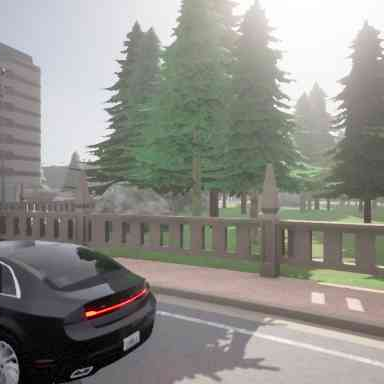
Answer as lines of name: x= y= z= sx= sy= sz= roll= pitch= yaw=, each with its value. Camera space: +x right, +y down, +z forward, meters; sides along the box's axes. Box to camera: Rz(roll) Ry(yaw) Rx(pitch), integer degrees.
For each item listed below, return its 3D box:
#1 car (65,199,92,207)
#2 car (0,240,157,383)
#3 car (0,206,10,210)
car: x=-17.546 y=1.268 z=51.704 sx=2.150 sy=2.045 sz=5.566 roll=0 pitch=1 yaw=21
car: x=-2.848 y=1.505 z=5.067 sx=4.892 sy=1.490 sz=1.837 roll=0 pitch=0 yaw=28
car: x=-23.248 y=1.602 z=37.259 sx=2.033 sy=1.411 sz=5.357 roll=0 pitch=0 yaw=21
